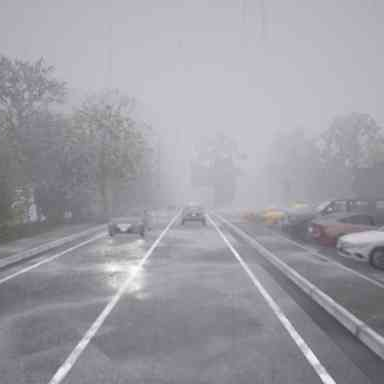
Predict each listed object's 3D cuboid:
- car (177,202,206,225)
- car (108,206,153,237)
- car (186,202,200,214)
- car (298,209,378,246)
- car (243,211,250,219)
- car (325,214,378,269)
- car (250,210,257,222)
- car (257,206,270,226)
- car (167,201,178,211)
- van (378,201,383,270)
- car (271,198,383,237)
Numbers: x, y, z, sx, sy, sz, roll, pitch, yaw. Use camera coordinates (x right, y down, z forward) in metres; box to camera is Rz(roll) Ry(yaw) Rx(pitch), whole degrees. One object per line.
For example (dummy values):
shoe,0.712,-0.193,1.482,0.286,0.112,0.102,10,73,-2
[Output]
car,0.111,1.725,25.988,2.033,1.411,5.357,0,-1,0
car,-3.342,1.585,18.754,2.128,1.511,4.902,0,0,0
car,0.117,2.065,42.965,1.812,1.442,4.674,0,-2,0
car,7.112,1.566,13.378,4.792,1.488,2.163,0,0,0
car,6.910,1.648,27.244,5.366,1.575,1.946,0,-1,0
car,7.083,1.564,10.603,4.674,1.452,2.002,0,0,0
car,7.099,1.616,24.475,4.892,1.521,2.231,0,-1,0
car,7.097,1.586,21.703,5.008,1.535,2.097,0,0,0
car,-3.272,2.504,60.327,2.097,1.767,4.553,0,-2,1
van,7.194,1.285,7.828,4.442,1.987,1.878,0,0,0
car,7.057,1.298,16.156,5.566,2.045,2.435,0,0,0
